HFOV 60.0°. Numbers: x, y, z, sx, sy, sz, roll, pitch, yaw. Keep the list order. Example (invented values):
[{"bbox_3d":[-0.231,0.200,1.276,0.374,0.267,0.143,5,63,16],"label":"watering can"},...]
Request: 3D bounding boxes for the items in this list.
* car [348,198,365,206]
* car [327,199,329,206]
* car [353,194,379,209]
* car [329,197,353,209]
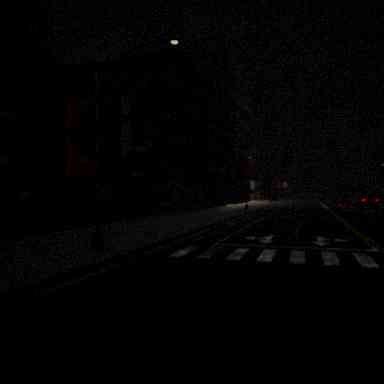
[{"bbox_3d":[26.943,1.635,54.559,1.895,1.301,4.718,-1,0,19],"label":"car"},{"bbox_3d":[23.862,1.579,55.599,1.837,1.490,4.892,-1,0,19],"label":"car"},{"bbox_3d":[23.529,1.232,44.758,2.150,2.045,5.566,-1,0,19],"label":"car"},{"bbox_3d":[20.453,1.556,45.796,1.837,1.490,4.892,-1,0,19],"label":"car"}]
